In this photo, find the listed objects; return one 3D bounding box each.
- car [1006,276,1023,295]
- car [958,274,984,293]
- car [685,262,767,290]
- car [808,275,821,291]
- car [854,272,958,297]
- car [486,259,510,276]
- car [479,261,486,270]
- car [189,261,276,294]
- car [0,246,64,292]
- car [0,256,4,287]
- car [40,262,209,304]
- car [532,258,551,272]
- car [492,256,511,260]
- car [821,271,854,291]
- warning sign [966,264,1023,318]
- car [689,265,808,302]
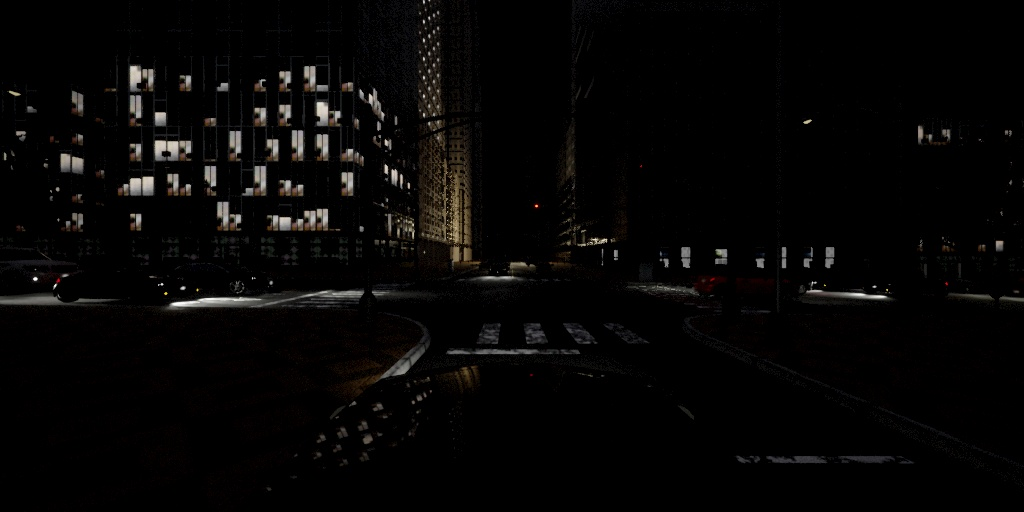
[{"bbox_3d":[34.486,1.745,23.005,4.553,1.767,2.097,1,0,-2],"label":"car"},{"bbox_3d":[33.780,1.980,26.229,4.718,1.301,1.895,1,0,-3],"label":"car"},{"bbox_3d":[15.064,1.396,25.418,4.553,1.767,2.097,1,0,-3],"label":"car"},{"bbox_3d":[15.856,1.564,22.211,4.892,1.490,1.837,1,0,-4],"label":"car"},{"bbox_3d":[24.723,1.782,22.588,4.181,1.385,1.994,1,0,-3],"label":"car"},{"bbox_3d":[-1.397,1.293,37.224,1.812,1.442,4.674,0,0,0],"label":"car"},{"bbox_3d":[-3.885,1.342,52.159,1.802,1.307,4.207,0,0,0],"label":"car"},{"bbox_3d":[-14.246,1.004,17.443,4.902,1.511,2.128,1,0,-3],"label":"car"},{"bbox_3d":[-24.086,0.553,17.005,5.566,2.045,2.150,1,0,-2],"label":"car"},{"bbox_3d":[-23.691,0.832,13.773,4.902,1.511,2.128,1,0,-3],"label":"car"},{"bbox_3d":[-15.044,1.063,14.147,4.181,1.385,1.994,1,0,-2],"label":"car"},{"bbox_3d":[4.053,1.329,46.644,1.948,1.339,4.313,0,0,0],"label":"car"},{"bbox_3d":[-1.412,0.979,50.494,2.150,2.045,5.566,0,1,0],"label":"car"},{"bbox_3d":[23.686,1.763,25.810,4.181,1.385,1.994,1,0,-5],"label":"car"},{"bbox_3d":[17.306,1.204,12.804,1.060,1.860,1.300,0,0,-2],"label":"warning sign"},{"bbox_3d":[12.123,1.346,18.677,4.553,1.767,2.097,1,0,2],"label":"car"}]
